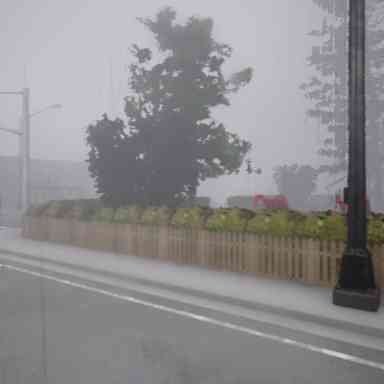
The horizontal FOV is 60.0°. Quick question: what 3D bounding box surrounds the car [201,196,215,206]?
[{"bbox_3d":[1.809,1.442,52.740,1.837,1.490,4.892,0,0,36],"label":"car"}]
